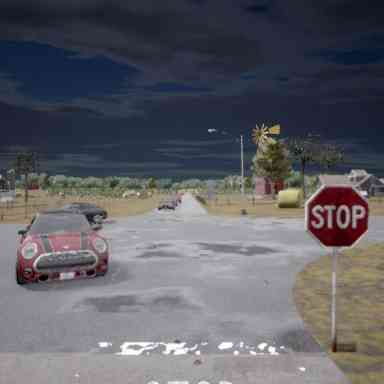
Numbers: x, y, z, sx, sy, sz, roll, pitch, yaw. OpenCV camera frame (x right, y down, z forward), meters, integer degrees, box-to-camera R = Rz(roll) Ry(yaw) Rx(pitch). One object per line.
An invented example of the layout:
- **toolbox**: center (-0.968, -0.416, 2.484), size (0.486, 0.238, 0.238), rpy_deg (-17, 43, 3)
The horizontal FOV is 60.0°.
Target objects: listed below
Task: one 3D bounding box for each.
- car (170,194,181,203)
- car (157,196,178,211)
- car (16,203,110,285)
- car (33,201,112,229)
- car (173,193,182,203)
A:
- **car**: center (-3.203, 1.522, 54.290), size (1.837, 1.490, 4.892), rpy_deg (0, 0, -1)
- **car**: center (-3.102, 1.568, 41.038), size (1.994, 1.385, 4.181), rpy_deg (0, 0, -1)
- **car**: center (-3.833, 1.352, 9.731), size (2.097, 1.767, 4.553), rpy_deg (0, 0, -25)
- **car**: center (-8.371, 1.554, 23.585), size (4.892, 1.490, 1.837), rpy_deg (-1, 3, -40)
- **car**: center (-3.275, 1.268, 68.272), size (2.150, 2.045, 5.566), rpy_deg (0, 0, 0)
